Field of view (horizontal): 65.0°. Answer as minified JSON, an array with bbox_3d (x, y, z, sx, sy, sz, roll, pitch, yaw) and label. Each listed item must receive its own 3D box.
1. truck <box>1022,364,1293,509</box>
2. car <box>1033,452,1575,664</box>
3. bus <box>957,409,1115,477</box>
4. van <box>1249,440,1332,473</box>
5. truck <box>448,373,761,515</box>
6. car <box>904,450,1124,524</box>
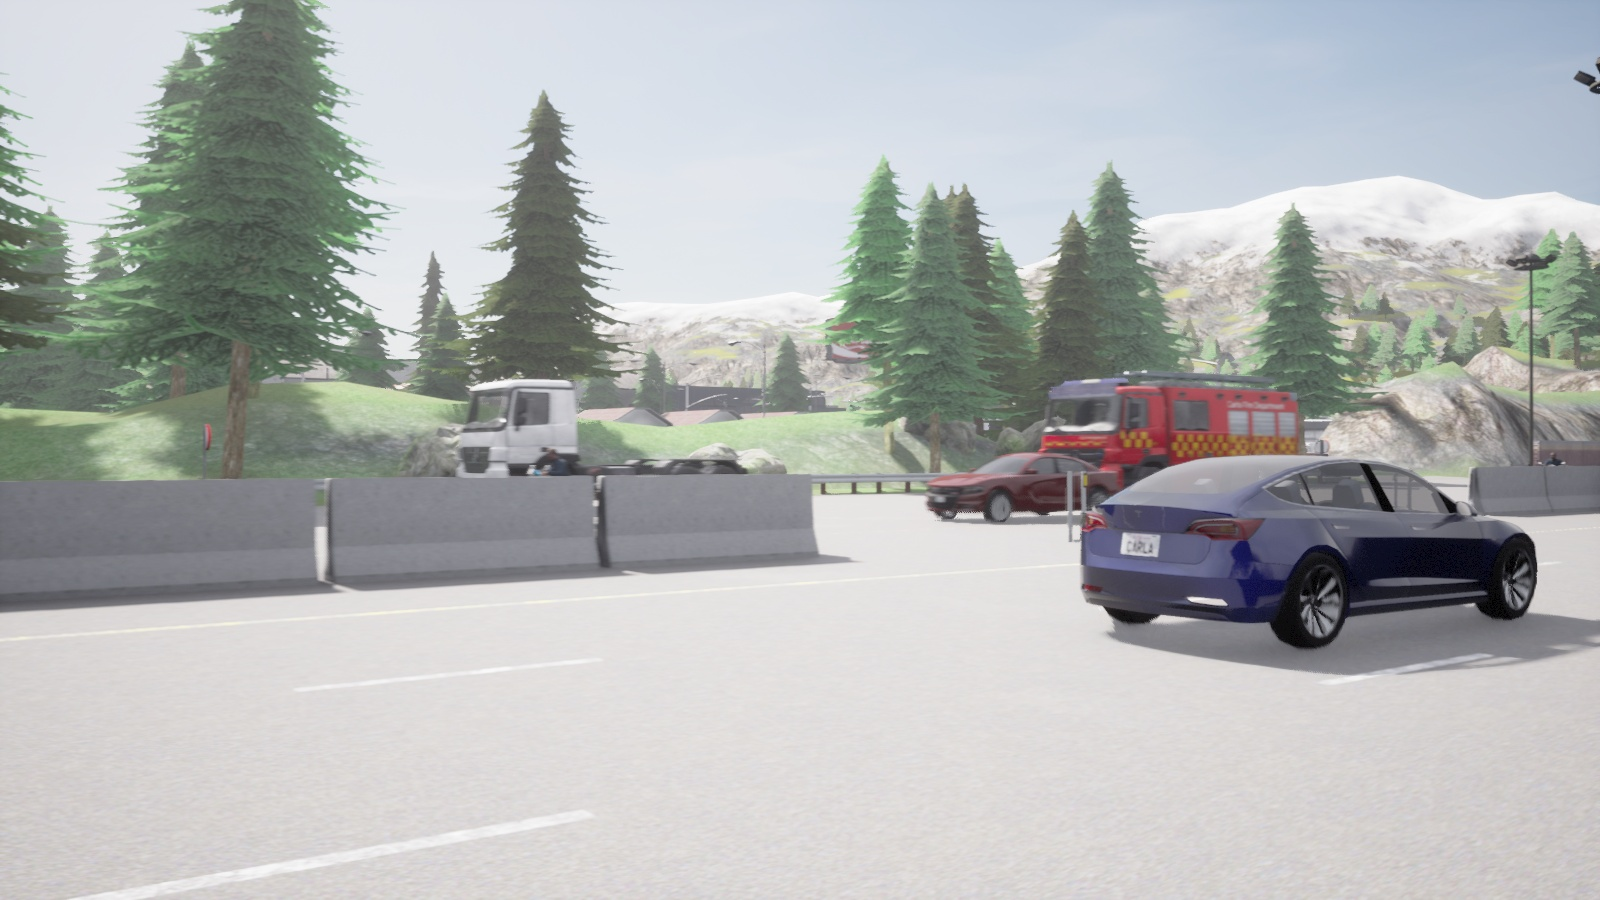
[{"bbox_3d":[10.543,-0.353,36.585,8.468,3.827,2.891,0,0,-35],"label":"truck"},{"bbox_3d":[4.559,0.762,11.095,4.792,1.488,2.163,0,0,-35],"label":"car"},{"bbox_3d":[15.990,-0.530,84.843,10.273,4.253,3.944,-2,1,-29],"label":"bus"},{"bbox_3d":[30.753,0.400,78.821,2.069,2.038,4.480,0,0,-35],"label":"van"},{"bbox_3d":[-5.191,-0.142,34.161,7.936,3.462,2.891,0,0,-35],"label":"truck"},{"bbox_3d":[4.903,0.782,28.391,5.008,1.535,1.882,0,0,-35],"label":"car"}]
